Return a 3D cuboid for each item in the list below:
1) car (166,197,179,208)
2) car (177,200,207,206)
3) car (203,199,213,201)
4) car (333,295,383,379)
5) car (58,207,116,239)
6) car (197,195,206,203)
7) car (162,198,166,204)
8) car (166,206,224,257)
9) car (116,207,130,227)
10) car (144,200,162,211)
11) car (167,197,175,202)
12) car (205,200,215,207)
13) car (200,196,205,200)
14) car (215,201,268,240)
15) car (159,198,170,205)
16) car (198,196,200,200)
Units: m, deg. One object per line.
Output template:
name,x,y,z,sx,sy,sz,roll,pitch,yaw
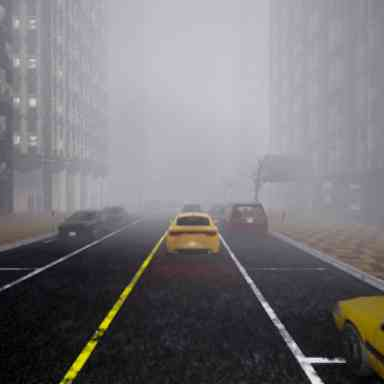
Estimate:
car,-3.078,1.988,56.722,1.895,1.301,4.718,0,0,1
car,0.033,1.699,27.322,1.837,1.490,4.892,0,0,1
car,2.663,1.837,41.070,2.008,1.369,4.403,-1,0,0
car,2.804,1.547,2.807,1.752,1.417,4.829,-1,0,0
car,-5.847,1.698,18.434,1.947,1.339,4.313,-1,0,0
car,2.641,1.912,92.141,2.192,1.841,5.009,-1,0,0
car,-5.689,1.927,52.476,1.947,1.339,4.313,-1,0,0
car,0.048,1.576,13.517,1.882,1.535,5.008,0,0,0
car,-5.679,1.737,24.108,1.947,1.339,4.313,-1,0,0
car,-5.686,1.906,46.803,1.802,1.307,4.206,-1,0,0
car,-5.736,2.148,92.194,2.008,1.369,4.403,-1,0,0
car,2.665,1.814,35.397,1.947,1.339,4.313,-1,0,0
car,2.656,1.801,52.420,1.967,1.590,4.097,-1,0,0
car,2.705,1.444,17.889,2.192,1.841,5.009,-1,0,0
car,-5.713,1.989,69.329,1.752,1.417,4.829,-1,0,0
car,2.323,2.044,78.574,1.812,1.442,4.674,0,0,0
